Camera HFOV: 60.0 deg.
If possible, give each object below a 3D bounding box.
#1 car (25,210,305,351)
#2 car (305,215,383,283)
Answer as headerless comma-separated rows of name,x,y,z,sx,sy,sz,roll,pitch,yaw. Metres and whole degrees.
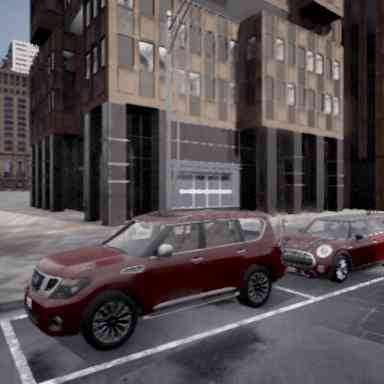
car,-0.357,1.314,6.393,5.009,1.841,2.192,0,0,-35
car,4.141,1.434,9.599,4.097,1.590,1.967,0,0,-35
